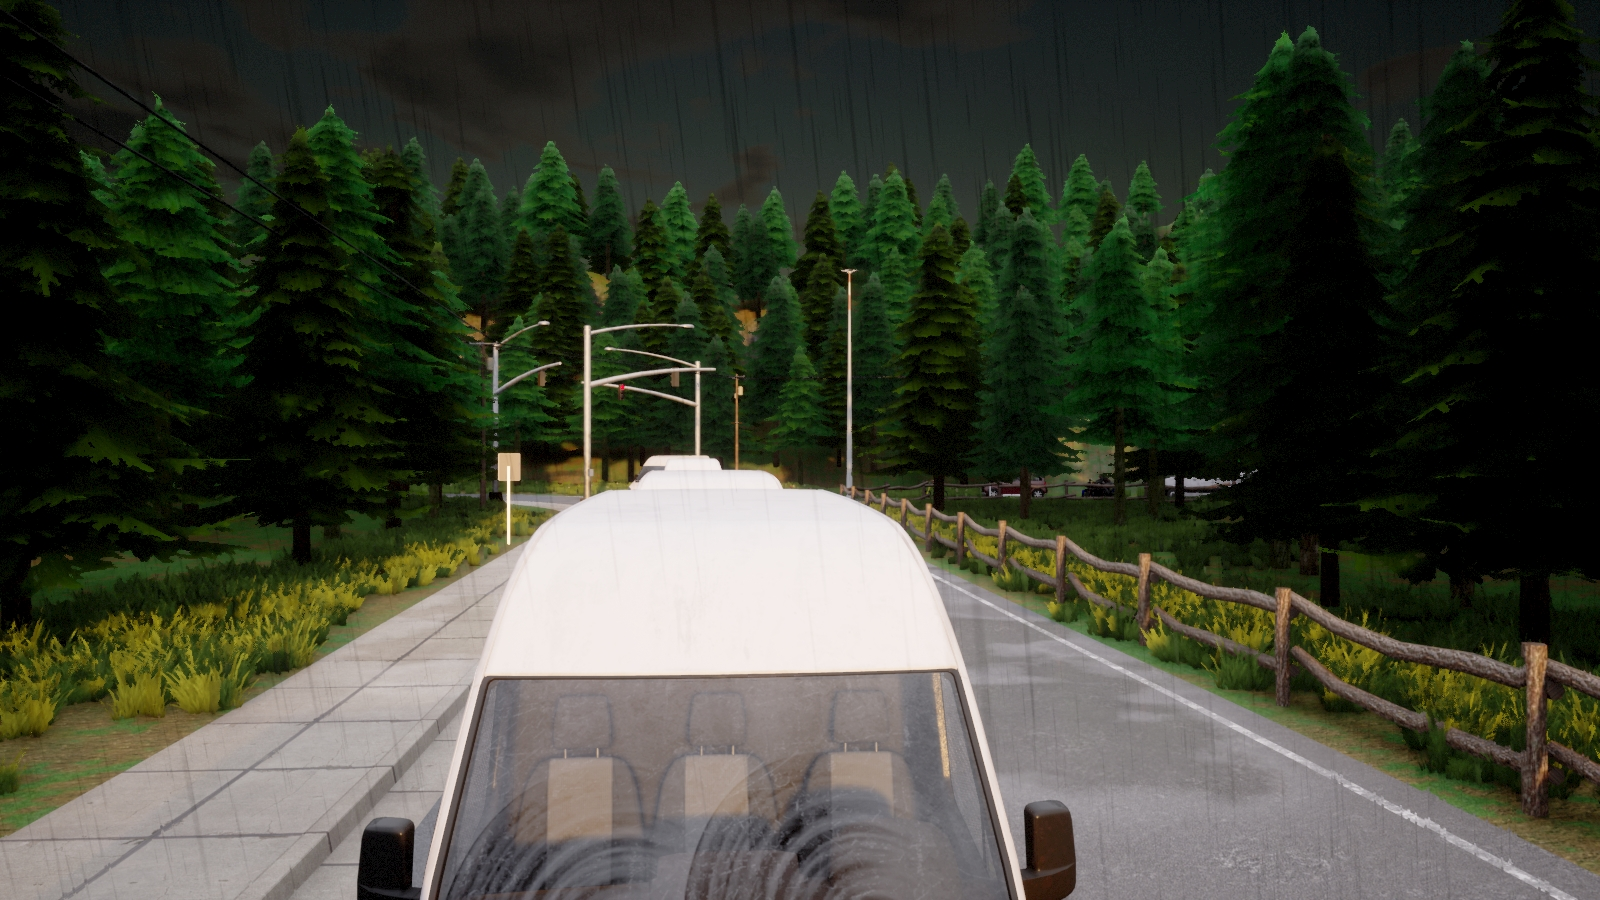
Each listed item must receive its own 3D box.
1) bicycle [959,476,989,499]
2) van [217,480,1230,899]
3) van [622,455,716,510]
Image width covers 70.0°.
[{"bbox_3d":[9.931,2.158,65.239,1.487,1.276,0.859,0,0,-6],"label":"bicycle"},{"bbox_3d":[-0.355,1.499,5.197,1.988,2.561,5.915,0,0,-5],"label":"van"},{"bbox_3d":[-6.327,1.515,56.001,1.988,2.561,5.915,0,0,22],"label":"van"}]
